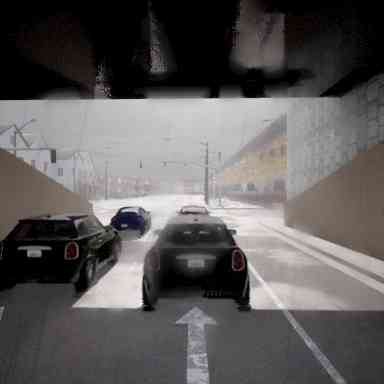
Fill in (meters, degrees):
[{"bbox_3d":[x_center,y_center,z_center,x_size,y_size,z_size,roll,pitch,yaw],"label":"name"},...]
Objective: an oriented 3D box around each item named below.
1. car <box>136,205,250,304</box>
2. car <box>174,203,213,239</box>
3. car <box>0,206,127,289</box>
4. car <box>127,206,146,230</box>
[{"bbox_3d":[0.080,1.351,8.290,2.097,1.767,4.553,0,0,0],"label":"car"},{"bbox_3d":[0.085,1.478,18.543,1.882,1.535,5.008,0,0,0],"label":"car"},{"bbox_3d":[-3.415,1.353,9.326,2.097,1.767,4.553,0,0,0],"label":"car"},{"bbox_3d":[-3.419,1.525,19.070,1.812,1.442,4.674,0,0,0],"label":"car"}]
